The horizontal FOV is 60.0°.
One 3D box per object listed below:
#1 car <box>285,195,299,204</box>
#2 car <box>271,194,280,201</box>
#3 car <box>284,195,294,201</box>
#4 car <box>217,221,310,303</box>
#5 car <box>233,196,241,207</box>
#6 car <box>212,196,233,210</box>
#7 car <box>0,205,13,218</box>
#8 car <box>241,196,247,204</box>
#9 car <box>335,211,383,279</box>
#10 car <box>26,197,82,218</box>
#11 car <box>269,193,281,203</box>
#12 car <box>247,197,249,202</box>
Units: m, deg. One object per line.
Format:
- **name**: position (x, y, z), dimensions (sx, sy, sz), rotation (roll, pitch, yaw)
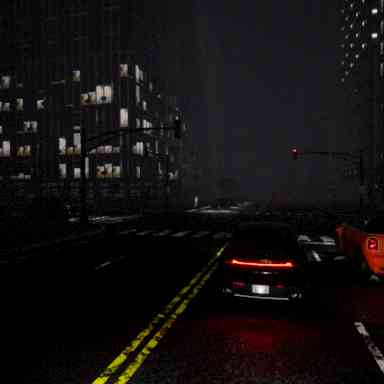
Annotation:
- **car**: position (19.345, 1.466, 63.602), dimensions (1.812, 1.442, 4.674), rotation (0, 0, 14)
- **car**: position (20.149, 1.226, 80.354), dimensions (1.882, 1.535, 5.008), rotation (0, 0, 14)
- **car**: position (23.425, 1.439, 80.046), dimensions (2.128, 1.511, 4.902), rotation (0, 0, 14)
- **car**: position (1.830, 1.500, 8.332), dimensions (1.837, 1.490, 4.892), rotation (0, 0, 14)
- **car**: position (6.089, 1.465, 51.840), dimensions (1.837, 1.490, 4.892), rotation (0, 0, 14)
- **car**: position (3.807, 1.496, 42.856), dimensions (1.812, 1.442, 4.674), rotation (0, 0, 14)
- **car**: position (-16.832, 1.432, 27.150), dimensions (4.313, 1.339, 1.947), rotation (1, 1, 15)
- **car**: position (8.405, 1.474, 60.839), dimensions (1.812, 1.442, 4.674), rotation (0, 0, 15)
- **car**: position (5.697, 1.345, 9.944), dimensions (2.097, 1.767, 4.553), rotation (0, 0, 14)
- **car**: position (-11.833, 1.213, 28.601), dimensions (4.553, 1.767, 2.097), rotation (1, 1, 15)
- **car**: position (17.589, 1.149, 70.287), dimensions (2.150, 2.045, 5.566), rotation (0, 0, 14)
- **car**: position (10.935, 1.488, 70.502), dimensions (1.994, 1.385, 4.181), rotation (0, 0, 14)
